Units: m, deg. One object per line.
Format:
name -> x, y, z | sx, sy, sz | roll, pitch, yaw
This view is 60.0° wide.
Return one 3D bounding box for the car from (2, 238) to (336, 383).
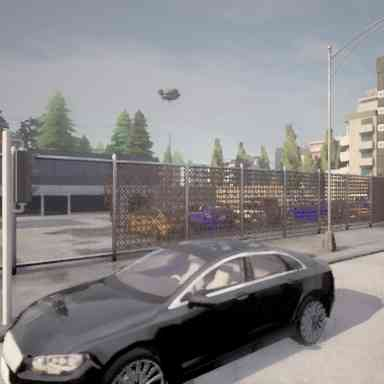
car -> 0.118, 1.491, 4.746 | 4.902, 1.511, 2.128 | 0, 0, -37
